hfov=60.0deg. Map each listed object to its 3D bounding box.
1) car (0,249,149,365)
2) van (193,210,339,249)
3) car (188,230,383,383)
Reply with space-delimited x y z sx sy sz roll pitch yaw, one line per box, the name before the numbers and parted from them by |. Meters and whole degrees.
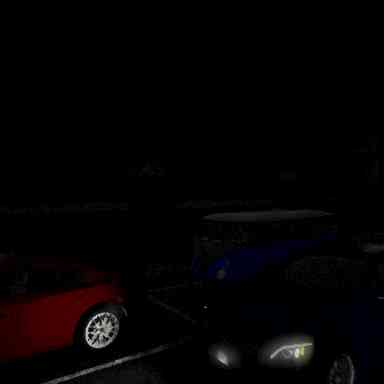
car | -2.782 1.545 4.549 4.507 1.381 1.887 0 0 -36
van | 1.814 1.340 7.848 3.998 1.788 1.690 0 0 -36
car | 2.226 1.525 4.980 4.674 1.442 1.812 0 0 -36
